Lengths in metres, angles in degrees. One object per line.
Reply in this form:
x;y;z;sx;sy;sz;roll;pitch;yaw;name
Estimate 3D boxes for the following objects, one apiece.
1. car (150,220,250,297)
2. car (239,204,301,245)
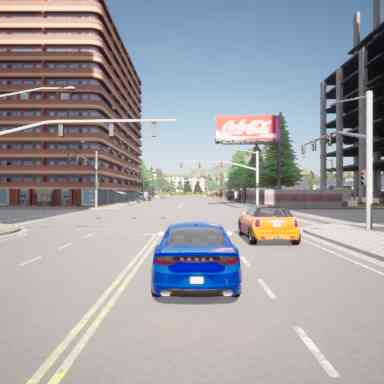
0.084;1.478;8.619;1.882;1.535;5.008;0;0;0;car
3.472;1.352;15.708;2.097;1.767;4.553;0;0;0;car
